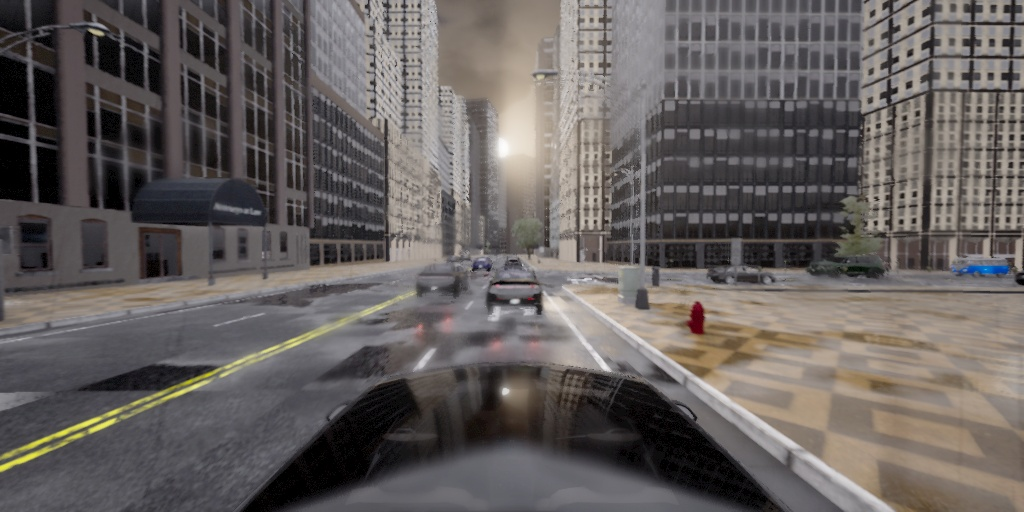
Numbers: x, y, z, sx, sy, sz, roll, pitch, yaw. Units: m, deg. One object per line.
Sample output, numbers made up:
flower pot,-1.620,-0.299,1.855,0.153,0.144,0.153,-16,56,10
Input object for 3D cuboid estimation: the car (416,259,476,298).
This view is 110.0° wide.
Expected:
car,-3.142,1.072,16.944,2.128,1.511,4.902,0,1,0

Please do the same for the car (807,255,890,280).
car,28.876,0.936,31.049,5.566,2.045,2.150,0,2,-1

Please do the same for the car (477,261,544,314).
car,0.102,1.113,13.017,2.128,1.511,4.902,0,0,0

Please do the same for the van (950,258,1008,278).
van,44.039,1.124,33.862,3.998,1.789,1.690,0,0,-1

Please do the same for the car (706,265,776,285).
car,15.925,1.307,25.014,4.403,1.370,2.007,0,0,-1

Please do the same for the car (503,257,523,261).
car,0.123,0.811,40.679,1.837,1.490,4.892,0,1,0

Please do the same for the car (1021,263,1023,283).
car,43.807,1.416,28.113,5.008,1.535,1.882,0,2,0

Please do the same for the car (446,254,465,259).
car,-9.747,0.649,59.883,2.033,1.411,5.357,0,1,1

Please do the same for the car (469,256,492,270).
car,-3.138,0.845,38.258,1.812,1.442,4.674,0,0,0

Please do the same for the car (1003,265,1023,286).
car,38.490,1.528,25.416,4.313,1.339,1.948,0,0,-1
